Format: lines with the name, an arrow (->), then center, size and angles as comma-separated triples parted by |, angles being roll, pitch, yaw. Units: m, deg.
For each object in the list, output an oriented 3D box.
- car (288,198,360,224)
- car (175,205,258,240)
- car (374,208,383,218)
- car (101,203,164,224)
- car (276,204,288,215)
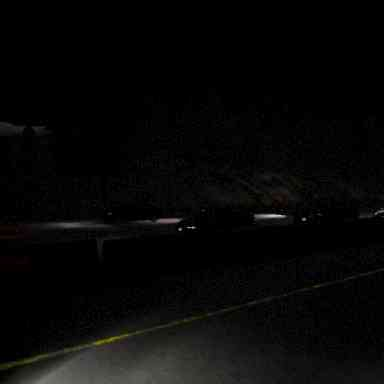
car -> 9.672, 1.476, 23.570 | 5.566, 2.045, 2.150 | 1, 0, -35
car -> 1.410, 1.647, 17.766 | 4.892, 1.490, 1.837 | 1, 0, -35
car -> 18.001, 1.844, 29.416 | 4.674, 1.442, 1.812 | 0, 0, -35
car -> -4.647, 1.621, 26.343 | 5.008, 1.535, 1.882 | 1, 0, -35
car -> 11.519, 1.882, 37.694 | 4.181, 1.385, 1.994 | 0, 0, -35
